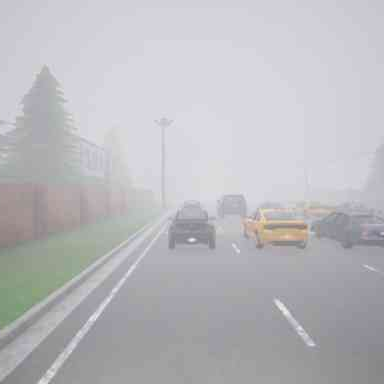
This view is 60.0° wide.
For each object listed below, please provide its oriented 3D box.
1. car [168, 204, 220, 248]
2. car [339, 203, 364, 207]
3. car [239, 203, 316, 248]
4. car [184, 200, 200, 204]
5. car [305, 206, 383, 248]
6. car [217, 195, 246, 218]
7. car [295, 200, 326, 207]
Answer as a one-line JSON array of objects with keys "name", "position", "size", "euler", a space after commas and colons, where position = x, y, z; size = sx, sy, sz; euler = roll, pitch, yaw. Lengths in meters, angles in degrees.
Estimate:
[{"name": "car", "position": [0.000, 1.513, 14.660], "size": [1.837, 1.490, 4.892], "euler": [0, 0, 0]}, {"name": "car", "position": [14.000, 1.614, 29.690], "size": [1.895, 1.301, 4.718], "euler": [0, 0, 0]}, {"name": "car", "position": [3.500, 1.482, 14.660], "size": [1.882, 1.535, 5.008], "euler": [0, 0, 0]}, {"name": "car", "position": [0.000, 1.514, 29.660], "size": [1.837, 1.490, 4.892], "euler": [0, 0, 0]}, {"name": "car", "position": [7.000, 1.560, 14.660], "size": [2.033, 1.411, 5.357], "euler": [0, 0, 0]}, {"name": "car", "position": [3.500, 1.255, 29.690], "size": [2.150, 2.045, 5.566], "euler": [0, 0, 0]}, {"name": "car", "position": [10.500, 1.482, 29.660], "size": [1.882, 1.535, 5.008], "euler": [0, 0, 0]}]
